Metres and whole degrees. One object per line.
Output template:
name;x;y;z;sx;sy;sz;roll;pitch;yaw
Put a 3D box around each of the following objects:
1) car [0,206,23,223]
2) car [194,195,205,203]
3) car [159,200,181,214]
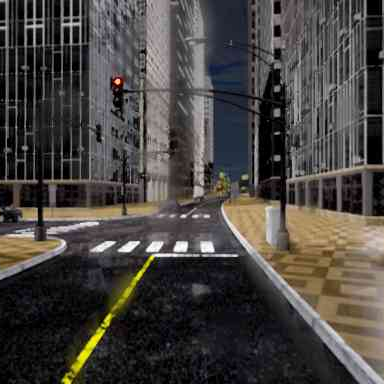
car;-16.580;1.868;28.098;4.403;1.369;2.008;-1;1;10
car;1.568;1.467;67.513;2.128;1.511;4.902;0;0;8
car;-2.203;1.565;35.329;2.033;1.411;5.357;0;0;4
